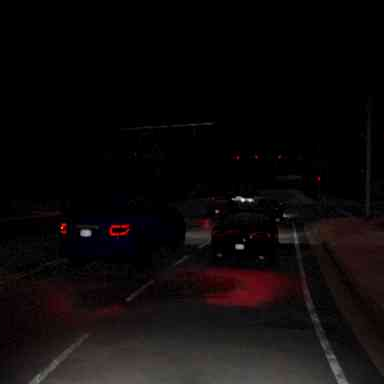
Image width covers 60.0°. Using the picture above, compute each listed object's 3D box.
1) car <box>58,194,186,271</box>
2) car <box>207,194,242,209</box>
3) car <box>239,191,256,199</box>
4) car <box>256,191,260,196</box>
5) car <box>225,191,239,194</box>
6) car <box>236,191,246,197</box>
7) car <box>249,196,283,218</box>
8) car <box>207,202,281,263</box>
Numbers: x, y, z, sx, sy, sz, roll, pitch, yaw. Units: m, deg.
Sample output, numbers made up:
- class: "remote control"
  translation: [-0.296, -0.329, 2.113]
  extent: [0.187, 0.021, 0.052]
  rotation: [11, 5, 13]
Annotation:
- class: "car"
  translation: [-1.885, 1.067, 10.706]
  extent: [2.150, 2.045, 5.566]
  rotation: [0, 1, 15]
- class: "car"
  translation: [2.452, 1.156, 25.971]
  extent: [1.812, 1.442, 4.674]
  rotation: [0, 1, 17]
- class: "car"
  translation: [11.238, 0.646, 67.154]
  extent: [1.895, 1.301, 4.718]
  rotation: [0, 1, 16]
- class: "car"
  translation: [15.616, 0.373, 82.082]
  extent: [2.033, 1.411, 5.357]
  rotation: [0, 1, 16]
- class: "car"
  translation: [7.868, 0.514, 68.100]
  extent: [1.882, 1.535, 5.008]
  rotation: [0, 1, 16]
- class: "car"
  translation: [12.234, 0.416, 82.989]
  extent: [1.895, 1.301, 4.718]
  rotation: [0, 1, 16]
- class: "car"
  translation: [5.441, 1.226, 23.785]
  extent: [1.994, 1.385, 4.181]
  rotation: [0, 1, 17]
- class: "car"
  translation: [1.960, 1.314, 11.453]
  extent: [1.882, 1.535, 5.008]
  rotation: [0, 1, 16]
